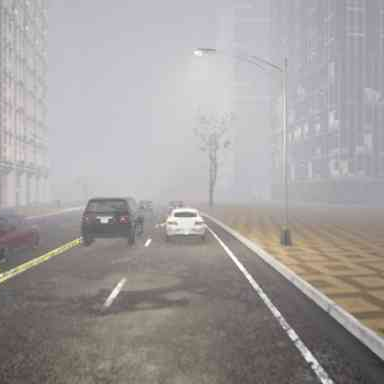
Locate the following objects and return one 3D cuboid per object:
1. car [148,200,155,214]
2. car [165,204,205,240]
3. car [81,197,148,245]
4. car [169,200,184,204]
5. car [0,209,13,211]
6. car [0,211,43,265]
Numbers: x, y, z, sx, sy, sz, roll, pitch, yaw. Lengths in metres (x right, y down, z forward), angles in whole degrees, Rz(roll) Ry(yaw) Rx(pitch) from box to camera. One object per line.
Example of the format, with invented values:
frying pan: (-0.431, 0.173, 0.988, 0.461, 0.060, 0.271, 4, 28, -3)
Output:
car: (-4.982, 1.564, 35.583, 2.033, 1.411, 5.357, 0, 0, -6)
car: (-0.363, 1.530, 16.789, 1.812, 1.442, 4.674, 0, 0, -3)
car: (-3.557, 1.229, 15.748, 2.150, 2.045, 5.566, 0, 0, -3)
car: (-1.650, 1.560, 34.881, 2.033, 1.411, 5.357, 0, 0, -6)
car: (-10.316, 1.563, 17.018, 2.033, 1.411, 5.357, 0, 0, -3)
car: (-6.850, 1.574, 11.474, 1.994, 1.385, 4.181, 0, 0, -2)
